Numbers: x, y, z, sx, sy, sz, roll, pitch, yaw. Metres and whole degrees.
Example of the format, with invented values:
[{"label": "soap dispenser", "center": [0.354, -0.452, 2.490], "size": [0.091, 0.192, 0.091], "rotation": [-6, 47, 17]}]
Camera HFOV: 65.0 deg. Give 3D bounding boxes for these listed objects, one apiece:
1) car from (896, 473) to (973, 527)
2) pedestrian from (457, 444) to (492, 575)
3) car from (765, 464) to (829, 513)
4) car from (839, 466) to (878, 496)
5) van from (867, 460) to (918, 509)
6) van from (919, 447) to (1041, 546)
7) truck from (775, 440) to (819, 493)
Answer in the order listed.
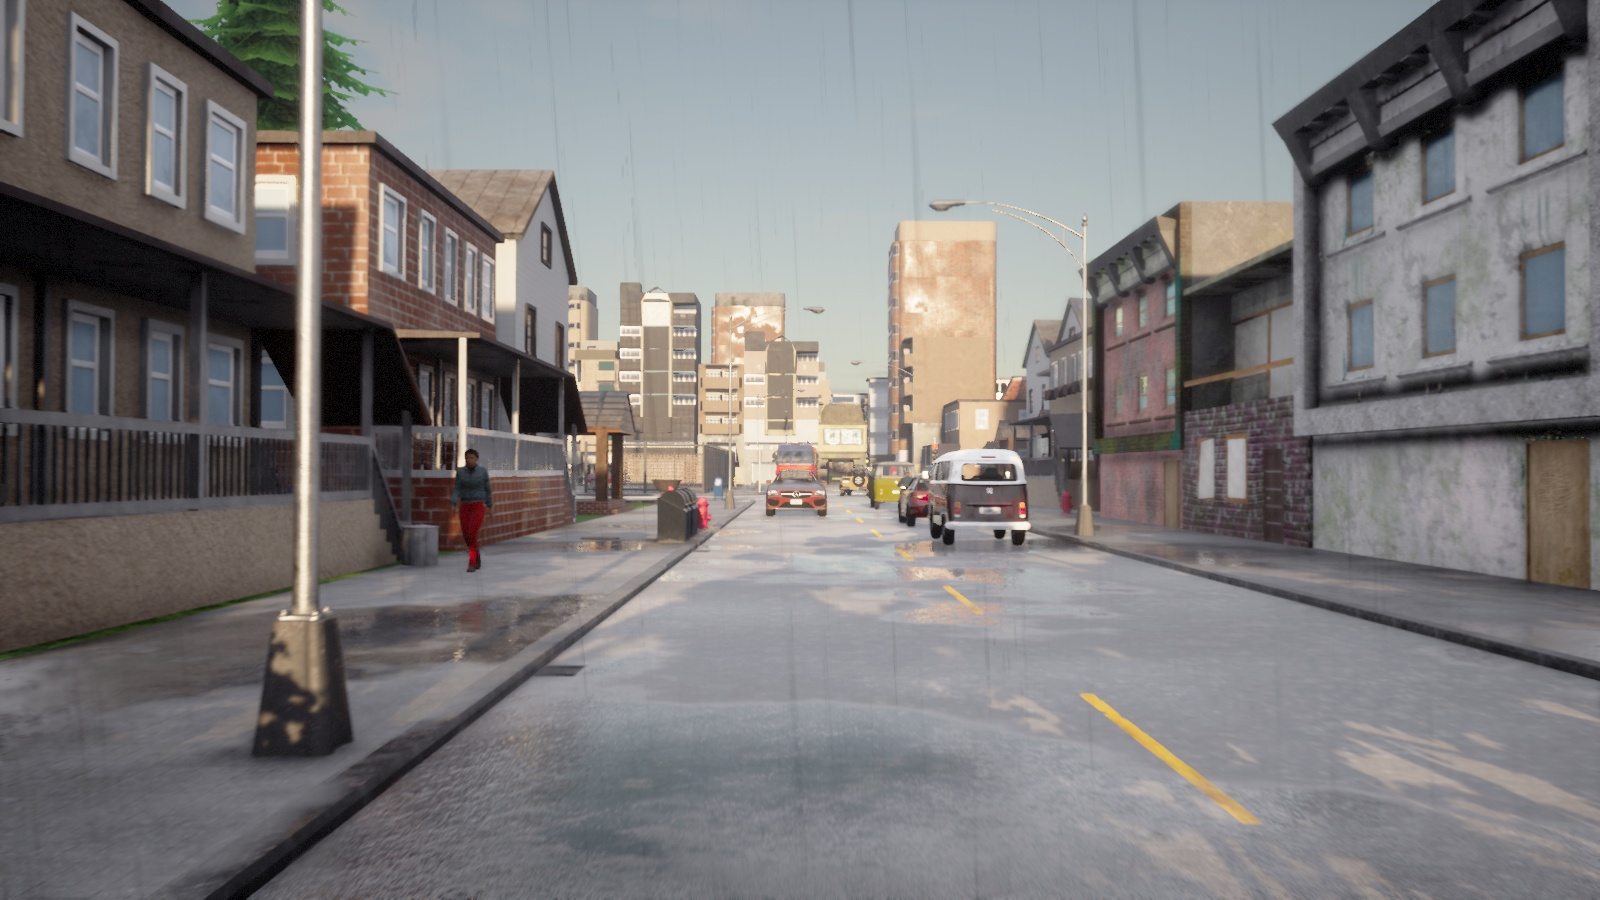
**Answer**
[{"label": "car", "center": [3.904, 1.435, 37.157], "size": [1.816, 1.474, 4.193], "rotation": [0, -1, 0]}, {"label": "pedestrian", "center": [-4.670, 0.845, 18.027], "size": [0.353, 1.847, 0.614], "rotation": [0, -1, -1]}, {"label": "car", "center": [-0.117, 1.346, 44.945], "size": [2.152, 1.651, 5.027], "rotation": [0, -1, 0]}, {"label": "car", "center": [3.723, 1.943, 79.239], "size": [1.932, 1.855, 4.605], "rotation": [0, -1, 9]}, {"label": "van", "center": [3.873, 1.439, 52.978], "size": [1.775, 1.987, 4.442], "rotation": [0, -1, -1]}, {"label": "van", "center": [3.926, 0.993, 28.128], "size": [2.069, 2.038, 4.480], "rotation": [0, -1, 0]}, {"label": "truck", "center": [-0.172, 1.251, 95.614], "size": [2.891, 3.827, 8.468], "rotation": [0, -1, 3]}]
